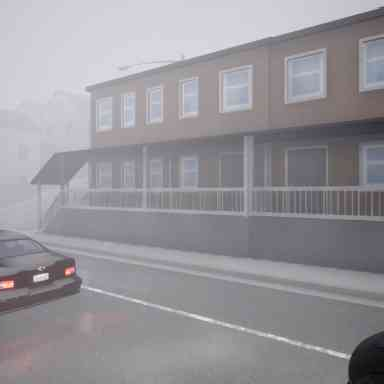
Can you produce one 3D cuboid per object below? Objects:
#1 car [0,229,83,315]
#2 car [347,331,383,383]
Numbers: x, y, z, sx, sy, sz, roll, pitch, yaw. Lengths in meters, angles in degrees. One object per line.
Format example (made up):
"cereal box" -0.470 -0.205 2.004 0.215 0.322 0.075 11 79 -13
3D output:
"car" -4.687 1.547 7.306 5.357 1.411 2.033 0 0 36
"car" 3.438 1.478 1.536 5.008 1.535 1.882 0 0 35
